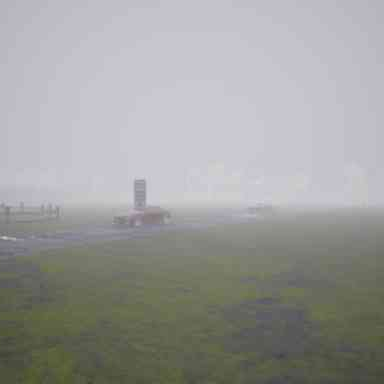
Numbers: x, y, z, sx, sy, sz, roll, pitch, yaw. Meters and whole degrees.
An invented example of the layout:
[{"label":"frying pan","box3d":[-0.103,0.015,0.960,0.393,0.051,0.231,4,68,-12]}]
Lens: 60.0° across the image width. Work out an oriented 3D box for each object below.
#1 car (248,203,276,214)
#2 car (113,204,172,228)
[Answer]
[{"label":"car","box3d":[8.847,2.028,42.067,1.895,1.301,4.718,-1,-1,36]},{"label":"car","box3d":[-3.570,1.693,24.574,1.882,1.535,5.008,-1,-1,35]}]
